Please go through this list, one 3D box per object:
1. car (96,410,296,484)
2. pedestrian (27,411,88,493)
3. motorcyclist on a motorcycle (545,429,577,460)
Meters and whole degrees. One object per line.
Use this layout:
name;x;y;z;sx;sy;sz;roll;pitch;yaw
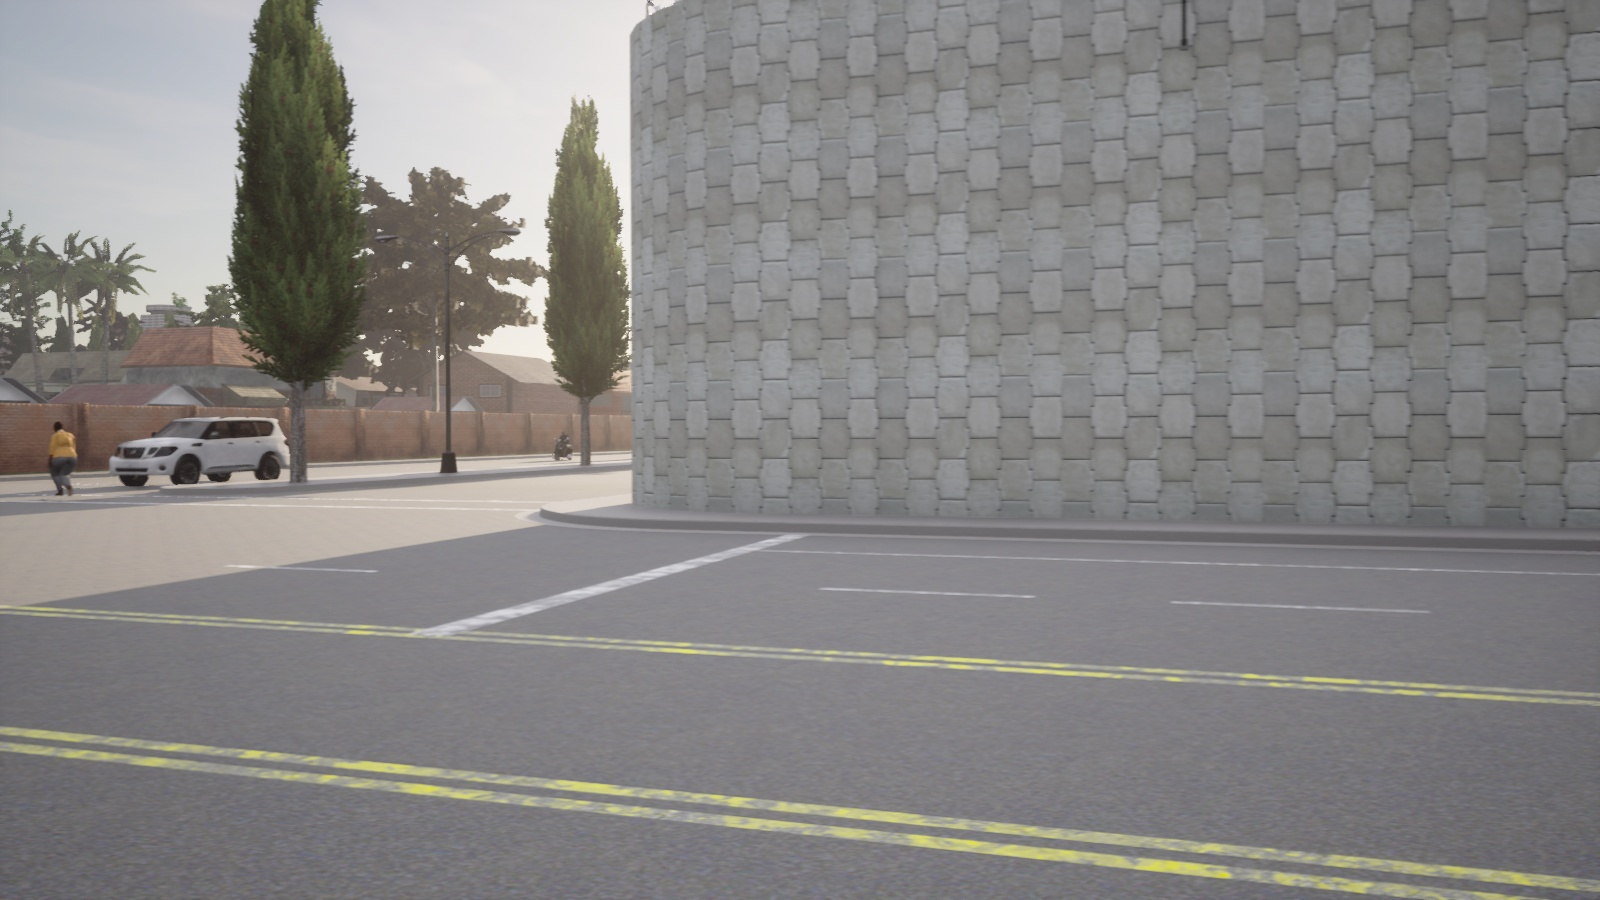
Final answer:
car;-17.908;-0.126;37.640;2.150;2.045;5.566;1;1;18
pedestrian;-17.305;0.038;29.273;0.900;1.855;0.874;1;1;31
motorcyclist on a motorcycle;-12.474;-0.318;65.604;0.866;1.590;1.817;1;1;18
